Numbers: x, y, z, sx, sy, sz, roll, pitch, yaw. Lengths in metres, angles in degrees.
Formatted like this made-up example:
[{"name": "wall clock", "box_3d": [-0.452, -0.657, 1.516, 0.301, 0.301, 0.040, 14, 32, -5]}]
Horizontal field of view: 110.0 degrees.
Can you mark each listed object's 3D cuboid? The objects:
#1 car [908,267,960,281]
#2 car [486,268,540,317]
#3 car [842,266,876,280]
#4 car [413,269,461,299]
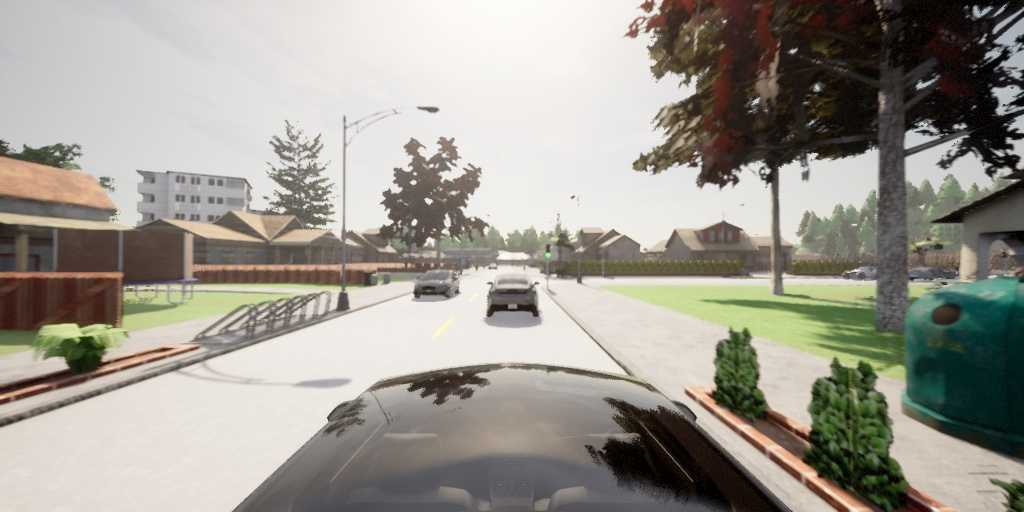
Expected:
[{"name": "car", "box_3d": [39.507, 1.718, 33.576, 5.357, 1.411, 2.033, 0, -1, 0]}, {"name": "car", "box_3d": [0.049, 1.421, 14.124, 1.837, 1.490, 4.892, 0, 0, 1]}, {"name": "car", "box_3d": [37.400, 1.749, 37.598, 4.674, 1.442, 1.812, 0, -1, 1]}, {"name": "car", "box_3d": [-4.032, 1.498, 19.886, 1.837, 1.490, 4.892, 0, -1, 1]}]
